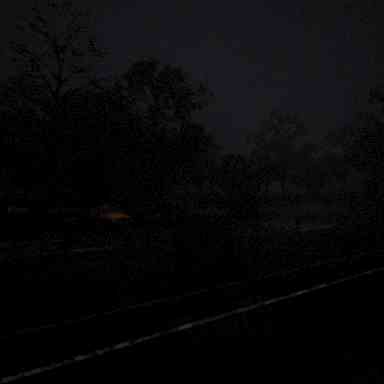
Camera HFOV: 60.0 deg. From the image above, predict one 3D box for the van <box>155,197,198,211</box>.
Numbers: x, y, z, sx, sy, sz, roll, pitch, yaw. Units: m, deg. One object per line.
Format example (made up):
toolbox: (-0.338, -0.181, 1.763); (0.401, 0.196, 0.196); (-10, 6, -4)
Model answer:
van: (-1.233, 1.348, 25.724); (1.878, 1.987, 4.442); (0, 0, -36)

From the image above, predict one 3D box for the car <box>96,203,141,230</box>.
car: (-5.708, 1.563, 22.438); (1.946, 1.575, 5.366); (0, 0, -36)

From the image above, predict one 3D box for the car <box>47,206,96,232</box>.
car: (-8.089, 1.591, 20.998); (2.163, 1.488, 4.792); (0, 0, -36)

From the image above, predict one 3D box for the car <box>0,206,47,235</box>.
car: (-10.325, 1.560, 19.355); (2.231, 1.521, 4.892); (0, 0, -36)

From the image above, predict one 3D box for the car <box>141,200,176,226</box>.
car: (-3.574, 1.599, 24.229); (2.163, 1.488, 4.792); (0, 0, -36)
